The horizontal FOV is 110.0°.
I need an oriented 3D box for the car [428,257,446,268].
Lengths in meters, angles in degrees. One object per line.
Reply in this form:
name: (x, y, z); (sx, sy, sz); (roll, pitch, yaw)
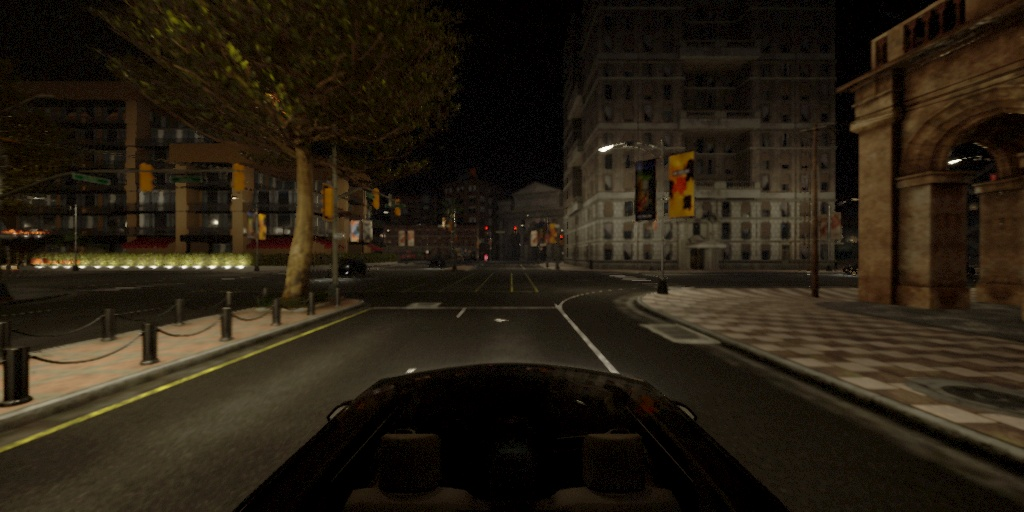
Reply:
car: (-11.542, 0.936, 55.402); (2.097, 1.767, 4.553); (0, 0, 1)

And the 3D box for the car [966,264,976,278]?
car: (37.967, 1.182, 31.680); (4.674, 1.442, 1.812); (0, 0, 0)

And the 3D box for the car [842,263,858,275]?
car: (35.291, 1.150, 35.197); (4.892, 1.490, 1.837); (0, 0, 0)

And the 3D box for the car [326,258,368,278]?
car: (-14.997, 0.986, 32.840); (2.097, 1.767, 4.553); (0, 0, 0)
